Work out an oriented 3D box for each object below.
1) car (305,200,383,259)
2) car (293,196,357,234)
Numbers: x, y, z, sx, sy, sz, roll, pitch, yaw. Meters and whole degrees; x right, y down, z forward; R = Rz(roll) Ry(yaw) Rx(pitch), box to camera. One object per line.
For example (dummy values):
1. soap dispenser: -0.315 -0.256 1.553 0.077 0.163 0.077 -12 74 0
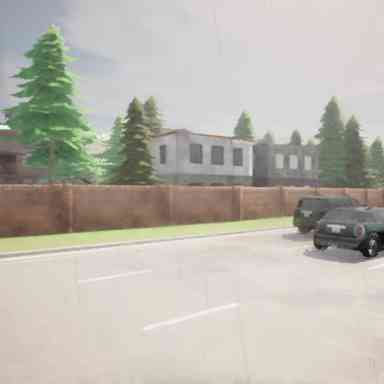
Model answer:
1. car: 6.765 1.342 12.865 4.553 1.767 2.097 0 0 -35
2. car: 7.798 1.211 17.898 5.566 2.045 2.150 0 0 -35
